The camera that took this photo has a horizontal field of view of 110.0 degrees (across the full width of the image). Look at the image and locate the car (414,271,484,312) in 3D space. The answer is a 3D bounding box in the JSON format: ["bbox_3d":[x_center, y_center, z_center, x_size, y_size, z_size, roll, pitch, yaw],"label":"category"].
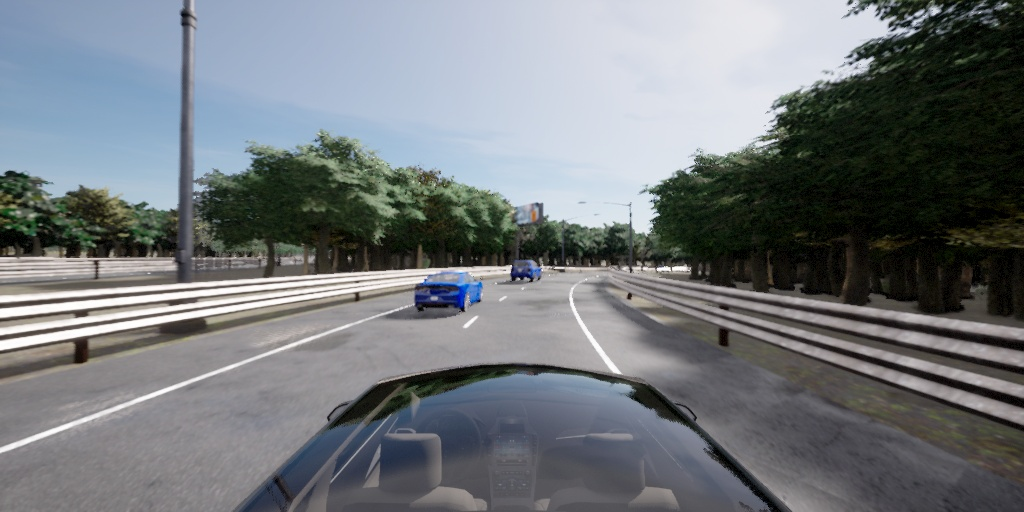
[{"bbox_3d":[-2.479,1.386,15.161,1.882,1.535,5.008,0,-1,6],"label":"car"}]

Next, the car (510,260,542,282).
[{"bbox_3d":[1.458,1.461,35.125,2.150,2.045,5.566,0,-1,16],"label":"car"}]
